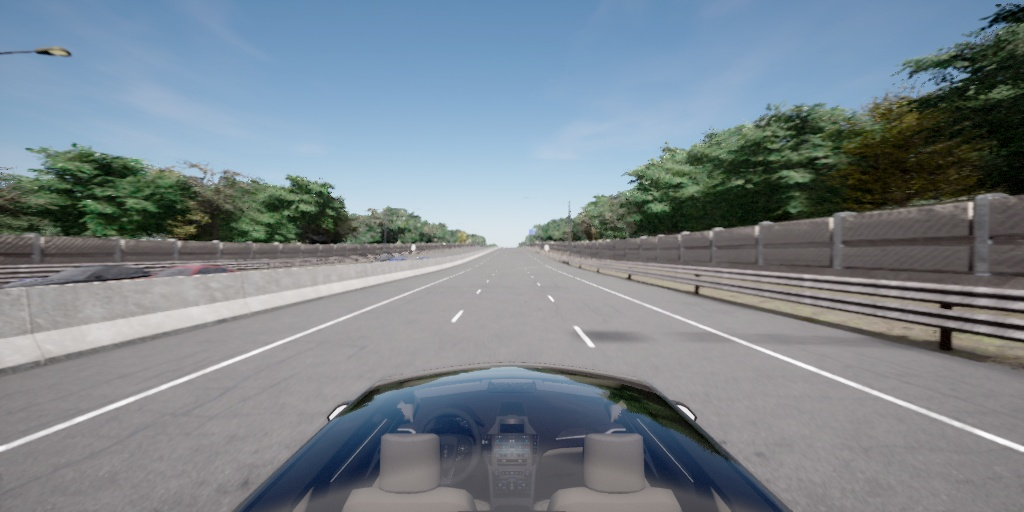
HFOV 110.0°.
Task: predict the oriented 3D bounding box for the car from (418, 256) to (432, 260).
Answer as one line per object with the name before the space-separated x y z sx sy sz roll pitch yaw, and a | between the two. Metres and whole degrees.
car | -14.031 0.706 57.694 1.994 1.385 4.181 0 2 0

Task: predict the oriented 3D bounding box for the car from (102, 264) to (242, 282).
car | -14.094 1.138 15.724 1.882 1.535 5.008 0 1 0

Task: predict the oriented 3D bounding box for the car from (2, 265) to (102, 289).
car | -17.591 1.142 15.117 1.882 1.535 5.008 0 0 0

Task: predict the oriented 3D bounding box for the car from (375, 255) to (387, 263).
car | -21.031 0.580 59.498 1.837 1.490 4.892 0 2 0

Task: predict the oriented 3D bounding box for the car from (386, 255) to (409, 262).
car | -17.543 0.700 56.062 1.812 1.442 4.674 0 1 1
